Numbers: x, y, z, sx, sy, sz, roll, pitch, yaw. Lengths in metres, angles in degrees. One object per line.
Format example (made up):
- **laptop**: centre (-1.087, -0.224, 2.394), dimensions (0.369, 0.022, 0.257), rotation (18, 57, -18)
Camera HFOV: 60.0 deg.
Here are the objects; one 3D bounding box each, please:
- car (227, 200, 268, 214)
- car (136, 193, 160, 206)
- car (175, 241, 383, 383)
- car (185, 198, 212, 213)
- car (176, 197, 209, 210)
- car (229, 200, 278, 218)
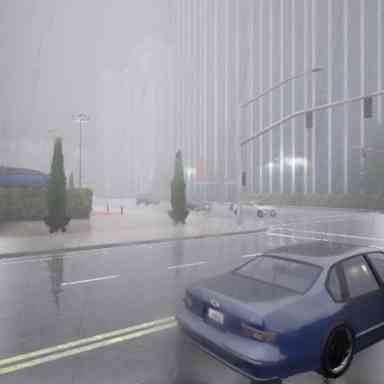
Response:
- **car**: centre (6.014, 1.588, 36.374), dimensions (1.994, 1.385, 4.181), rotation (0, 0, -36)
- **car**: centre (-7.344, 1.247, 54.849), dimensions (2.150, 2.045, 5.566), rotation (0, 0, -35)
- **car**: centre (2.348, 1.552, 5.478), dimensions (5.357, 1.411, 2.033), rotation (0, 0, -35)
- **car**: centre (0.282, 1.512, 38.318), dimensions (2.128, 1.511, 4.902), rotation (0, 0, -36)
- **car**: centre (-0.019, 1.502, 44.697), dimensions (1.882, 1.535, 5.008), rotation (0, 0, -36)
- **car**: centre (5.740, 1.547, 30.834), dimensions (1.812, 1.442, 4.674), rotation (0, 0, -36)
